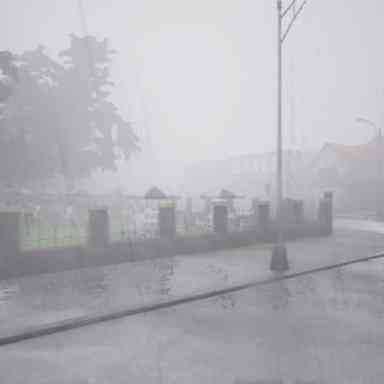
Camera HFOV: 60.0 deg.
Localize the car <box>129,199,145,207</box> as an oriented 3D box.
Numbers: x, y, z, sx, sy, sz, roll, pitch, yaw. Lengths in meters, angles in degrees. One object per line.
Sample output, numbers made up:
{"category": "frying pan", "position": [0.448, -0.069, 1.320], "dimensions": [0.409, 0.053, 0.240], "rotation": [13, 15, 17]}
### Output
{"category": "car", "position": [-7.811, 1.639, 47.943], "dimensions": [1.895, 1.301, 4.718], "rotation": [0, 0, -35]}
